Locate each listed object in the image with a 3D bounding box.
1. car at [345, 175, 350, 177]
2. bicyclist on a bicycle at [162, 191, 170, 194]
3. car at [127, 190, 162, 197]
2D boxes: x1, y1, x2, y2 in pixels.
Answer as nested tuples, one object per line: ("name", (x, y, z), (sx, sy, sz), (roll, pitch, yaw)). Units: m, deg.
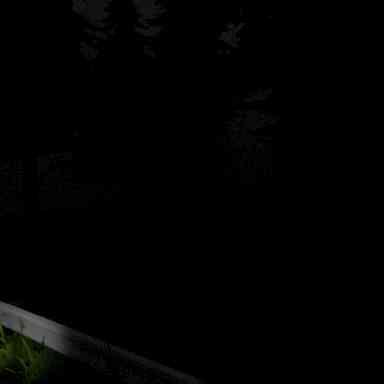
("car", (15.908, -1.154, 36.863), (5.008, 1.535, 1.882), (-5, -2, 18))
("bicyclist on a bicycle", (-2.234, 0.265, 28.847), (0.582, 1.620, 1.656), (1, 4, -28))
("car", (-4.926, 0.517, 34.767), (4.181, 1.385, 1.994), (-5, 2, -25))
